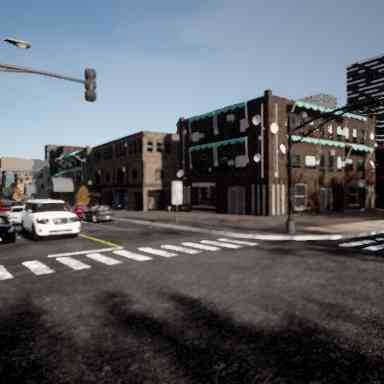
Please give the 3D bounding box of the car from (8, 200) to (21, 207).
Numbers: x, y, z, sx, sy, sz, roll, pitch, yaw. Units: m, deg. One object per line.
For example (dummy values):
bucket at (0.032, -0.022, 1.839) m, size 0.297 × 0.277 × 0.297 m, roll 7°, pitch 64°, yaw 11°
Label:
car at (-36.929, 2.373, 69.170) m, size 1.947 × 1.339 × 4.313 m, roll -1°, pitch 0°, yaw -35°

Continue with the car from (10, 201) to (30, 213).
car at (-24.570, 2.073, 47.361) m, size 1.837 × 1.490 × 4.892 m, roll -1°, pitch 0°, yaw -36°

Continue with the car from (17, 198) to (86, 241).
car at (-8.038, 1.450, 18.622) m, size 2.150 × 2.045 × 5.566 m, roll -1°, pitch 0°, yaw -35°

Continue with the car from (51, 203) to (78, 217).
car at (-14.455, 1.974, 37.607) m, size 1.802 × 1.307 × 4.206 m, roll -1°, pitch 0°, yaw -35°

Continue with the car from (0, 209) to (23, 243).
car at (-10.122, 1.818, 16.862) m, size 1.947 × 1.339 × 4.313 m, roll -1°, pitch 0°, yaw -35°

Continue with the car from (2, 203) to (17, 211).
car at (-13.725, 1.867, 26.617) m, size 1.812 × 1.442 × 4.674 m, roll -1°, pitch 0°, yaw -35°

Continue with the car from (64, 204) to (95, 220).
car at (-11.246, 1.912, 33.099) m, size 1.802 × 1.307 × 4.206 m, roll -1°, pitch 0°, yaw -35°

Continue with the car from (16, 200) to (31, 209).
car at (-30.509, 2.236, 60.152) m, size 1.887 × 1.381 × 4.507 m, roll -1°, pitch 0°, yaw -35°

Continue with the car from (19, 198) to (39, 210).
car at (-27.304, 1.948, 55.643) m, size 2.192 × 1.841 × 5.009 m, roll -1°, pitch 0°, yaw -35°

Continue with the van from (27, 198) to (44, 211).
van at (-24.092, 1.915, 51.134) m, size 1.690 × 1.788 × 3.998 m, roll -1°, pitch 0°, yaw -35°

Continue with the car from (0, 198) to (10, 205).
car at (-46.563, 2.418, 82.697) m, size 1.967 × 1.590 × 4.097 m, roll -1°, pitch 0°, yaw -35°

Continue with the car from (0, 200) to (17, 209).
car at (-19.753, 1.936, 35.100) m, size 1.882 × 1.535 × 5.008 m, roll -1°, pitch 0°, yaw -35°

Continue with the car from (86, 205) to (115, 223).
car at (-8.036, 1.817, 28.589) m, size 2.008 × 1.369 × 4.403 m, roll -1°, pitch 0°, yaw -35°
